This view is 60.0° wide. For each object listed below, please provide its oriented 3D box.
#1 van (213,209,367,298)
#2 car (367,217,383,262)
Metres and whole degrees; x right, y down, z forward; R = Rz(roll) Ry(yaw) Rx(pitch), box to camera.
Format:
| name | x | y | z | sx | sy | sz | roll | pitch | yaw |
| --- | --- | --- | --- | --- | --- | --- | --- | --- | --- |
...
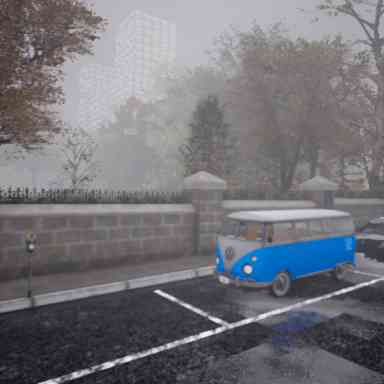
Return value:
| name | x | y | z | sx | sy | sz | roll | pitch | yaw |
| --- | --- | --- | --- | --- | --- | --- | --- | --- | --- |
| van | 2.405 | 1.343 | 8.266 | 3.998 | 1.788 | 1.690 | 0 | 1 | -35 |
| car | 6.913 | 1.570 | 11.458 | 4.313 | 1.339 | 1.947 | 0 | 1 | -35 |
